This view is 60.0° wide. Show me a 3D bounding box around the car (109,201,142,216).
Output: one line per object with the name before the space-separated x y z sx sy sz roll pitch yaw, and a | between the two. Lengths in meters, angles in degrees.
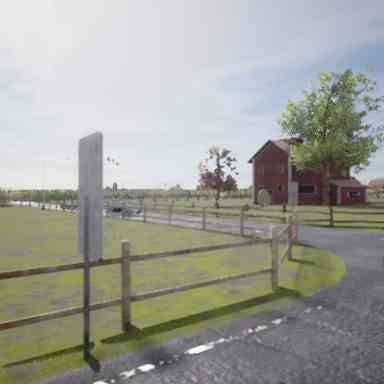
car | -6.867 1.677 34.171 2.128 1.511 4.902 0 -1 -36

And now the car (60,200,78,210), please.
car | -18.434 1.923 50.203 2.033 1.411 5.357 0 -1 -36
